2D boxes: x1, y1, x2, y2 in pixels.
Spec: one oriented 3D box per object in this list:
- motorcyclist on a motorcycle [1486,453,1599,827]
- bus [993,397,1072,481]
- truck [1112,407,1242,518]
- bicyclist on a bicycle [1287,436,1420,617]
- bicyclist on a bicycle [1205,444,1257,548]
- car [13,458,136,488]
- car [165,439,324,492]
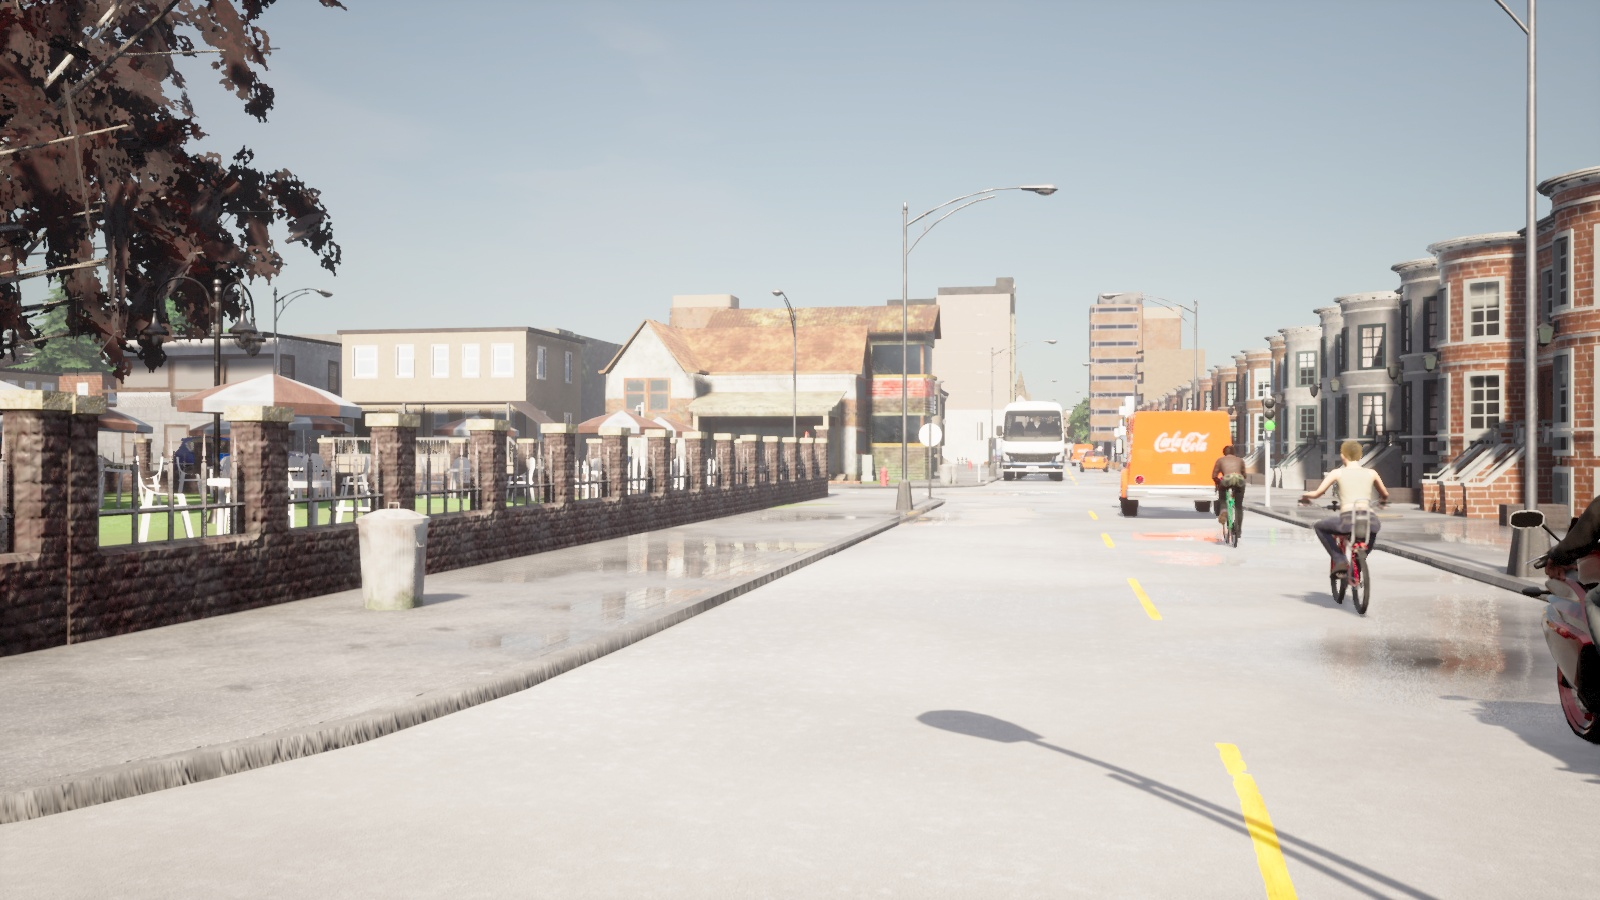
[{"bbox_3d":[3.938,0.782,5.842,0.866,1.530,2.191,0,0,17],"label":"motorcyclist on a motorcycle"},{"bbox_3d":[12.895,-0.530,69.053,3.944,4.253,10.273,0,0,12],"label":"bus"},{"bbox_3d":[9.144,0.294,30.942,2.627,2.467,5.204,0,0,12],"label":"truck"},{"bbox_3d":[5.261,0.693,12.037,0.866,1.612,1.509,0,-1,12],"label":"bicyclist on a bicycle"},{"bbox_3d":[6.983,0.721,20.397,0.582,1.620,1.656,0,0,12],"label":"bicyclist on a bicycle"},{"bbox_3d":[-32.517,0.998,56.293,4.718,1.301,1.895,0,0,12],"label":"car"},{"bbox_3d":[-22.128,0.588,50.076,5.566,2.045,2.150,0,0,12],"label":"car"}]
